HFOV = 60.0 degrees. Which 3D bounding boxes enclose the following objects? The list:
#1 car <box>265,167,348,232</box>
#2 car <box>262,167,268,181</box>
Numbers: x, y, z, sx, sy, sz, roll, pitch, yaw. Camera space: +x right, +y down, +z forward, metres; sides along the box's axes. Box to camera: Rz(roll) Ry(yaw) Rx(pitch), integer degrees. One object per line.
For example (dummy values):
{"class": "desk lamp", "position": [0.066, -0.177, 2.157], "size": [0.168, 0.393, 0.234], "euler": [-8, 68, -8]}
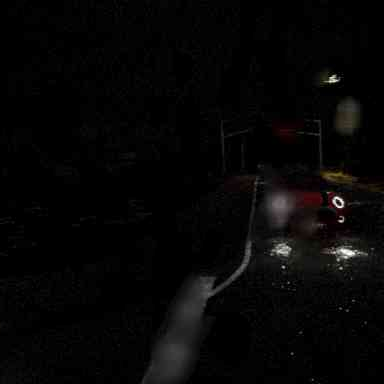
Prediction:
{"class": "car", "position": [3.715, 0.152, 11.286], "size": [2.097, 1.767, 4.553], "euler": [-3, 5, 12]}
{"class": "car", "position": [8.462, -1.952, 35.195], "size": [1.994, 1.385, 4.181], "euler": [-3, 5, 12]}
